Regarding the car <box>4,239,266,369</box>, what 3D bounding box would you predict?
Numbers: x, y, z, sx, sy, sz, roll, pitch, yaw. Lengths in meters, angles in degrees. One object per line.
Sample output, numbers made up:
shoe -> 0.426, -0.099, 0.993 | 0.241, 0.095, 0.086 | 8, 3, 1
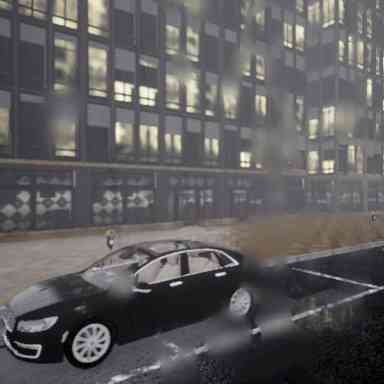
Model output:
car -> -0.653, 1.549, 5.630 | 4.403, 1.369, 2.008 | 0, 0, -36
